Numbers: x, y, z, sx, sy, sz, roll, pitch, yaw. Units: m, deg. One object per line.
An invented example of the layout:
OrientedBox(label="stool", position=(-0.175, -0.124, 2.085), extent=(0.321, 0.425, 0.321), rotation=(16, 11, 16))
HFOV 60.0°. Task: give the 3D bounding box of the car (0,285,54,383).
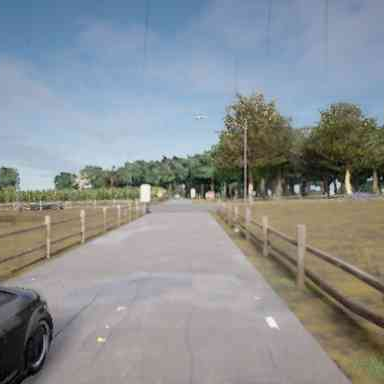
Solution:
OrientedBox(label="car", position=(-2.849, 1.569, 2.779), extent=(1.994, 1.385, 4.181), rotation=(0, 0, 0))

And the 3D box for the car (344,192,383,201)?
OrientedBox(label="car", position=(26.362, 0.662, 51.291), extent=(5.357, 1.411, 2.033), rotation=(-2, -2, 0))

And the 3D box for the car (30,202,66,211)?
OrientedBox(label="car", position=(-22.104, 2.206, 51.248), extent=(5.357, 1.411, 2.033), rotation=(-2, -2, 0))
